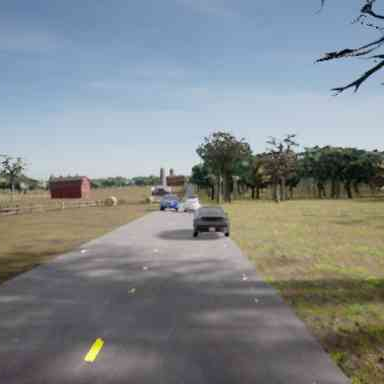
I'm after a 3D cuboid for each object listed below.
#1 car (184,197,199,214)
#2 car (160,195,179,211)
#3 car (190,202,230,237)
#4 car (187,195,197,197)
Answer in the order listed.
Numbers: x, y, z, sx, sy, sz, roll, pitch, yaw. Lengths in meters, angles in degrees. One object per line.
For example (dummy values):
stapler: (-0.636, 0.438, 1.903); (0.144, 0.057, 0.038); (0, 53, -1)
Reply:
car: (0.031, 1.653, 40.666); (1.812, 1.442, 4.674); (0, 0, 1)
car: (-2.845, 1.367, 42.463); (2.150, 2.045, 5.566); (0, -1, 0)
car: (0.959, 1.522, 18.140); (1.837, 1.490, 4.892); (0, 0, 0)
car: (-0.010, 1.490, 54.411); (2.150, 2.045, 5.566); (0, -1, 0)
